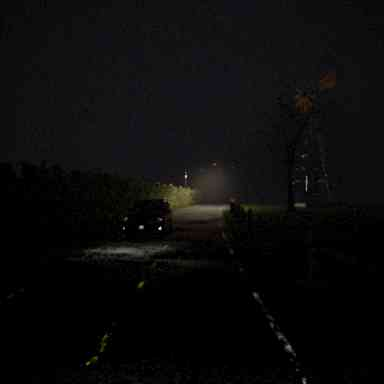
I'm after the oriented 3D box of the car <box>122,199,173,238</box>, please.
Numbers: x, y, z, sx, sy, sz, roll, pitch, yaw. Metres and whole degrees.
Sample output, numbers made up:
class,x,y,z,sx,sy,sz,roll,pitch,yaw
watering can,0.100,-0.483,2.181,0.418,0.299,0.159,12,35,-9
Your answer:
class,x,y,z,sx,sy,sz,roll,pitch,yaw
car,-2.374,1.411,19.209,2.150,2.045,5.566,0,-1,3
